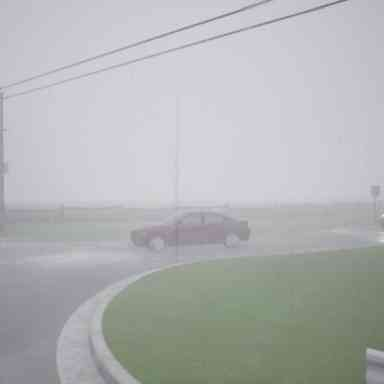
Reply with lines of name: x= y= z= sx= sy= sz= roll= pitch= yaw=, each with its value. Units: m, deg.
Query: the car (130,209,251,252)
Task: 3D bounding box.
car: x=-0.028 y=1.506 z=13.870 sx=5.008 sy=1.535 sz=1.882 roll=0 pitch=0 yaw=-15

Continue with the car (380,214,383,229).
car: x=13.266 y=1.353 z=19.668 sx=4.553 sy=1.767 sz=2.097 roll=0 pitch=0 yaw=-29
